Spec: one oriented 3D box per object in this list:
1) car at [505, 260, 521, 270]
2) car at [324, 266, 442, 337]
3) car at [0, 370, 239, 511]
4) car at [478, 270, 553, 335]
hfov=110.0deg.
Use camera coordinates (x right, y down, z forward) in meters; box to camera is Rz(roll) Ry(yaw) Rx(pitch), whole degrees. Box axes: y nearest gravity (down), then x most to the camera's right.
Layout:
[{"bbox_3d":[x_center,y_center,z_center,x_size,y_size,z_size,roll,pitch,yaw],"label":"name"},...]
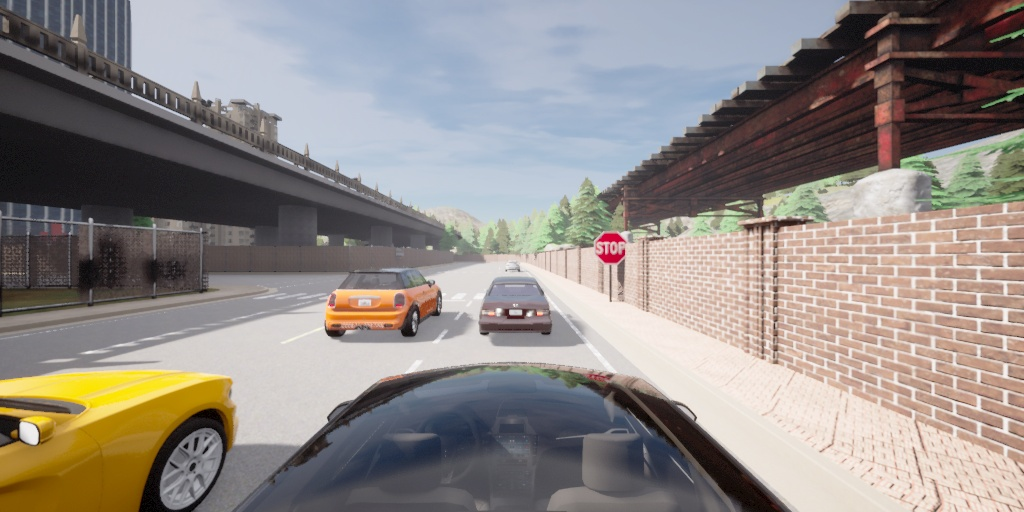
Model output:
[{"bbox_3d":[0.083,1.287,46.328,1.812,1.442,4.674,0,0,-1],"label":"car"},{"bbox_3d":[-3.420,1.104,10.443,2.097,1.767,4.553,0,0,0],"label":"car"},{"bbox_3d":[-3.398,1.228,1.186,1.882,1.535,5.008,0,0,0],"label":"car"},{"bbox_3d":[0.081,1.300,10.465,2.033,1.411,5.357,0,0,0],"label":"car"}]
